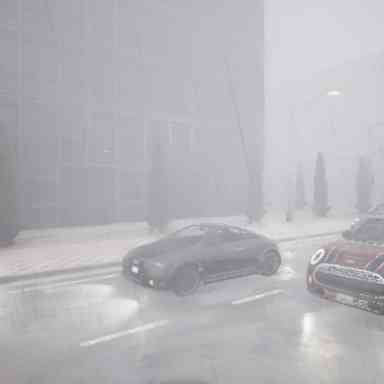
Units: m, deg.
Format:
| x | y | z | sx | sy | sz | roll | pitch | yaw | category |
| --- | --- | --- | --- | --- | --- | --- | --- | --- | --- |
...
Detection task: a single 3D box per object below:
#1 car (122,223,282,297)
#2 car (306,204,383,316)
| x | y | z | sx | sy | sz | roll | pitch | yaw | category |
| --- | --- | --- | --- | --- | --- | --- | --- | --- | --- |
| 0.359 | 1.524 | 8.539 | 4.181 | 1.385 | 1.994 | 0 | 0 | -36 | car |
| 4.547 | 1.289 | 7.219 | 4.553 | 1.767 | 2.097 | -1 | 0 | -35 | car |
